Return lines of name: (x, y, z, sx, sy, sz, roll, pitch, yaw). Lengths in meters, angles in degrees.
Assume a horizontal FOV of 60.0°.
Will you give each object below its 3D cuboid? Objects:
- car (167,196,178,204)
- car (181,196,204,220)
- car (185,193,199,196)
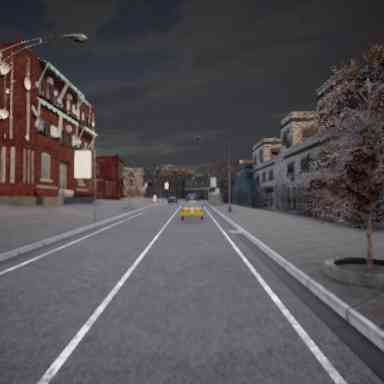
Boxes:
car: (-3.535, 1.475, 61.399, 2.033, 1.411, 5.357, 0, 0, 1)
car: (0.034, 1.422, 27.982, 1.801, 1.575, 5.366, 0, 0, 1)
car: (0.003, 1.145, 56.972, 2.150, 2.045, 5.566, 0, 0, 0)
